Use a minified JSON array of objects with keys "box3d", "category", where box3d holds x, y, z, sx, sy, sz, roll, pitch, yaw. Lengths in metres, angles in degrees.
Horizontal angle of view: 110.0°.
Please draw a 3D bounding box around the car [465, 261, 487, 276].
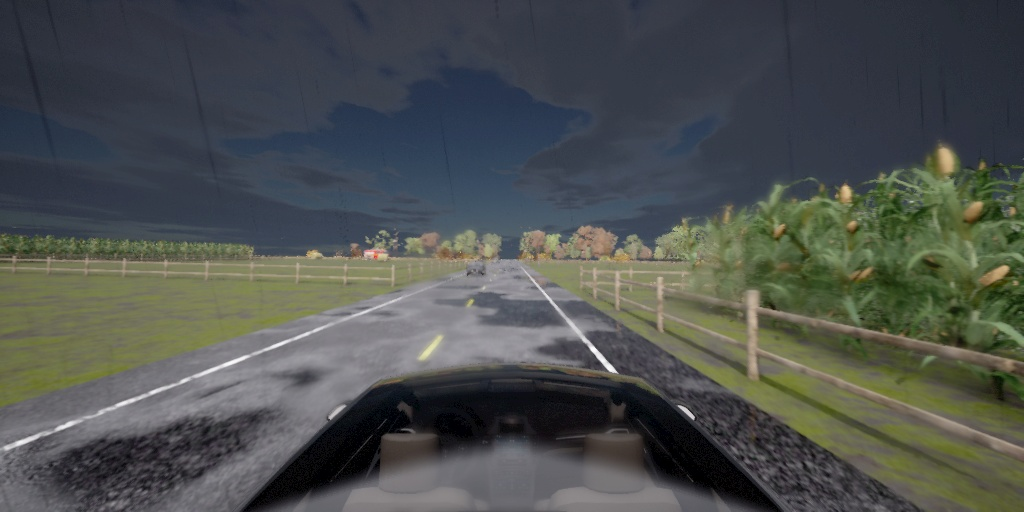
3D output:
[{"box3d":[-3.606,1.268,36.979,1.837,1.490,4.892,0,0,0],"category":"car"}]
